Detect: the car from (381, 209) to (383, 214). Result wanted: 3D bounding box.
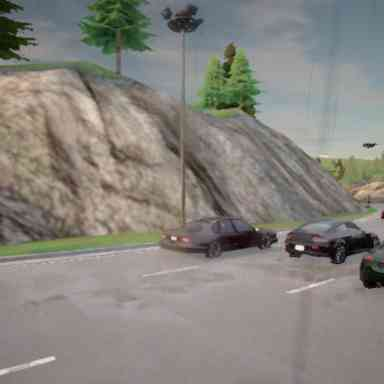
[{"bbox_3d":[20.920,2.041,34.387,1.994,1.385,4.181,0,-1,37],"label":"car"}]

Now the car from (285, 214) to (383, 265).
[{"bbox_3d":[5.294,1.694,12.450,4.674,1.442,1.812,1,-1,-41],"label":"car"}]

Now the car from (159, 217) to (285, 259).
[{"bbox_3d":[1.245,1.718,13.444,5.357,1.411,2.033,1,-1,-41],"label":"car"}]

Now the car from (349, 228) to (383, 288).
[{"bbox_3d":[6.052,1.686,8.540,4.181,1.385,1.994,1,-1,-40],"label":"car"}]
